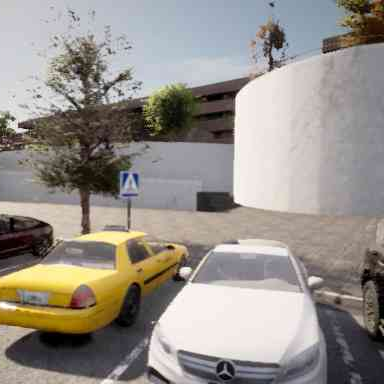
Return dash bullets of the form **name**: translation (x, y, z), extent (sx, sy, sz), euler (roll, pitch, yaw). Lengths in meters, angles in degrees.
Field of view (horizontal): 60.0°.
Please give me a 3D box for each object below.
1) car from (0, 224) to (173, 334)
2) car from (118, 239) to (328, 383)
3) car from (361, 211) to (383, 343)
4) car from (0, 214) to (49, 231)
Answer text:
- **car**: translation (-1.498, 1.470, 7.078), extent (1.946, 1.575, 5.366), euler (0, -1, 16)
- **car**: translation (0.906, 1.522, 5.157), extent (2.002, 1.452, 4.674), euler (1, 0, 15)
- **car**: translation (3.349, 1.241, 3.381), extent (2.435, 2.045, 5.566), euler (1, 0, 16)
- **car**: translation (-6.436, 1.470, 10.357), extent (2.163, 1.488, 4.792), euler (1, 0, 15)
